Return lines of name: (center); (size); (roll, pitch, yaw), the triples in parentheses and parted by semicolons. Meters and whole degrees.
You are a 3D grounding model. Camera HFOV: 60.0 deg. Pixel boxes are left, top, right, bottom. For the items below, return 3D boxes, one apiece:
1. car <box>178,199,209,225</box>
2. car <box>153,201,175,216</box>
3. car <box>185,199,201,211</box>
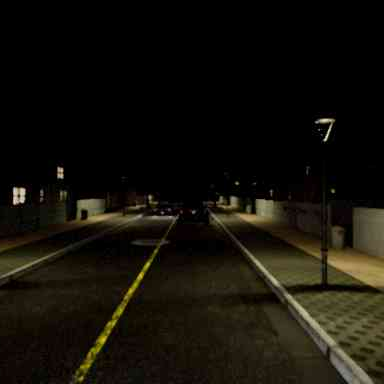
car: (0.102, 1.374, 24.204); (2.097, 1.767, 4.553); (0, 0, 0)
car: (-2.754, 1.582, 33.692); (2.033, 1.411, 5.357); (0, 0, 0)
car: (0.103, 1.611, 42.876); (1.994, 1.385, 4.181); (0, 0, 0)
